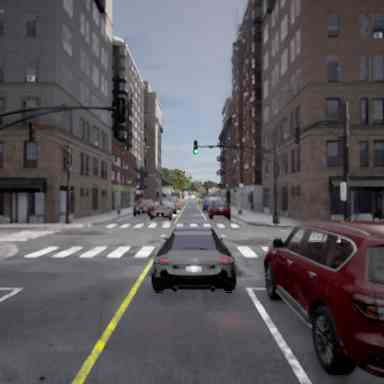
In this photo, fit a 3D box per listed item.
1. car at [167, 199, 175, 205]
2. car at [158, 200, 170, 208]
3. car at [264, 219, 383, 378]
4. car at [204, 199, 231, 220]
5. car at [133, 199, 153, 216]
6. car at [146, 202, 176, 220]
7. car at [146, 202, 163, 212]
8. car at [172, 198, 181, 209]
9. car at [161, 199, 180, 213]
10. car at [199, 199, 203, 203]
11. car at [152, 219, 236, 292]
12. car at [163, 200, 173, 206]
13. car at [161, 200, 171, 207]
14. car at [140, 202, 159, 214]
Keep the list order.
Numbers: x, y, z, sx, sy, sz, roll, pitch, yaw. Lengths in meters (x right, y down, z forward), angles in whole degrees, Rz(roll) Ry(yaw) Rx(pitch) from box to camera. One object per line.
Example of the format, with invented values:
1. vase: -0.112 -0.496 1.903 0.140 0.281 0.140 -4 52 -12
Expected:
1. car: -5.505 2.608 87.711 1.802 1.307 4.206 0 -1 0
2. car: -5.487 2.314 65.698 1.887 1.381 4.507 0 -1 0
3. car: 2.632 1.383 5.637 2.192 1.841 5.009 0 -1 0
4. car: 2.661 1.699 32.692 2.192 1.841 5.009 0 -1 0
5. car: -5.465 1.764 38.184 2.192 1.841 5.009 0 -1 0
6. car: -2.886 1.941 32.078 1.994 1.385 4.181 0 -1 0
7. car: -5.474 2.128 49.188 2.008 1.369 4.403 0 -1 0
8. car: -2.904 1.964 52.216 2.097 1.767 4.553 0 -1 0
9. car: -2.894 2.020 42.071 1.812 1.442 4.674 0 -1 0
10. car: 2.628 1.892 49.202 2.192 1.841 5.009 0 -1 0
11. car: 0.042 1.673 9.233 1.994 1.385 4.181 0 -1 0
12. car: -5.496 2.448 76.704 2.008 1.369 4.403 0 -1 0
13. car: -5.492 2.378 71.201 1.887 1.381 4.507 0 -1 0
14. car: -5.469 2.079 43.684 1.947 1.339 4.313 0 -1 0
